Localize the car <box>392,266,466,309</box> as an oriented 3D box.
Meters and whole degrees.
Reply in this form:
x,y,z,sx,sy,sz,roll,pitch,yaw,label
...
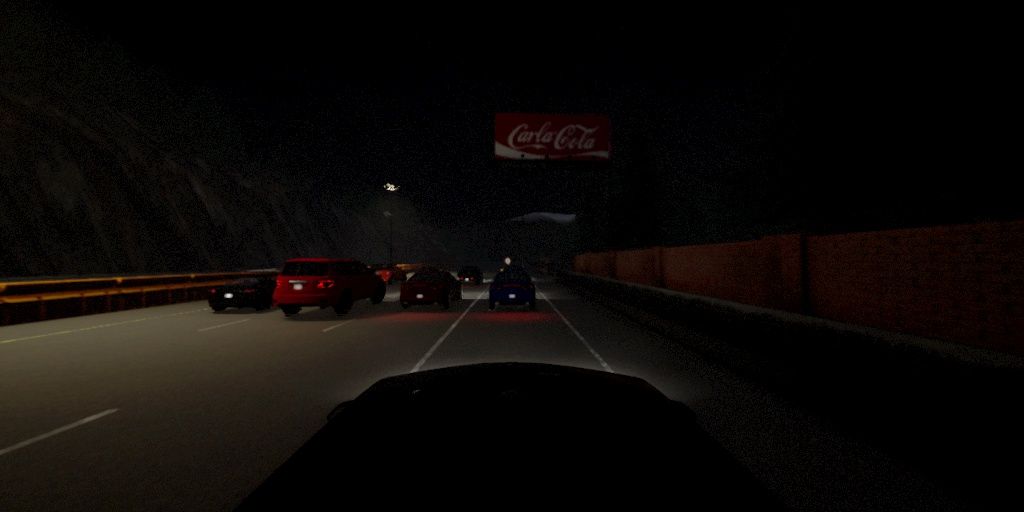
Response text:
x,y,z,sx,sy,sz,roll,pitch,yaw,label
-3.474,1.387,16.069,1.882,1.535,5.008,0,0,1,car

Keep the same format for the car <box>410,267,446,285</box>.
x,y,z,sx,sy,sz,roll,pitch,yaw,label
-7.004,1.632,30.353,1.994,1.385,4.181,0,-1,0,car

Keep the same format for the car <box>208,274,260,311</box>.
x,y,z,sx,sy,sz,roll,pitch,yaw,label
-10.480,1.465,15.296,1.994,1.385,4.181,0,-1,1,car

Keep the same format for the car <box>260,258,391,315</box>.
x,y,z,sx,sy,sz,roll,pitch,yaw,label
-6.992,1.116,14.417,2.150,2.045,5.566,0,0,0,car

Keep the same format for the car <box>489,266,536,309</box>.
x,y,z,sx,sy,sz,roll,pitch,yaw,label
0.027,1.387,16.086,1.882,1.535,5.008,0,0,1,car

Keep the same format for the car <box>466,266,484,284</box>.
x,y,z,sx,sy,sz,roll,pitch,yaw,label
-3.503,1.575,30.364,1.837,1.490,4.892,0,0,0,car

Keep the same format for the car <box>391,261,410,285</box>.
x,y,z,sx,sy,sz,roll,pitch,yaw,label
-10.503,1.418,30.261,2.097,1.767,4.553,0,-1,0,car
